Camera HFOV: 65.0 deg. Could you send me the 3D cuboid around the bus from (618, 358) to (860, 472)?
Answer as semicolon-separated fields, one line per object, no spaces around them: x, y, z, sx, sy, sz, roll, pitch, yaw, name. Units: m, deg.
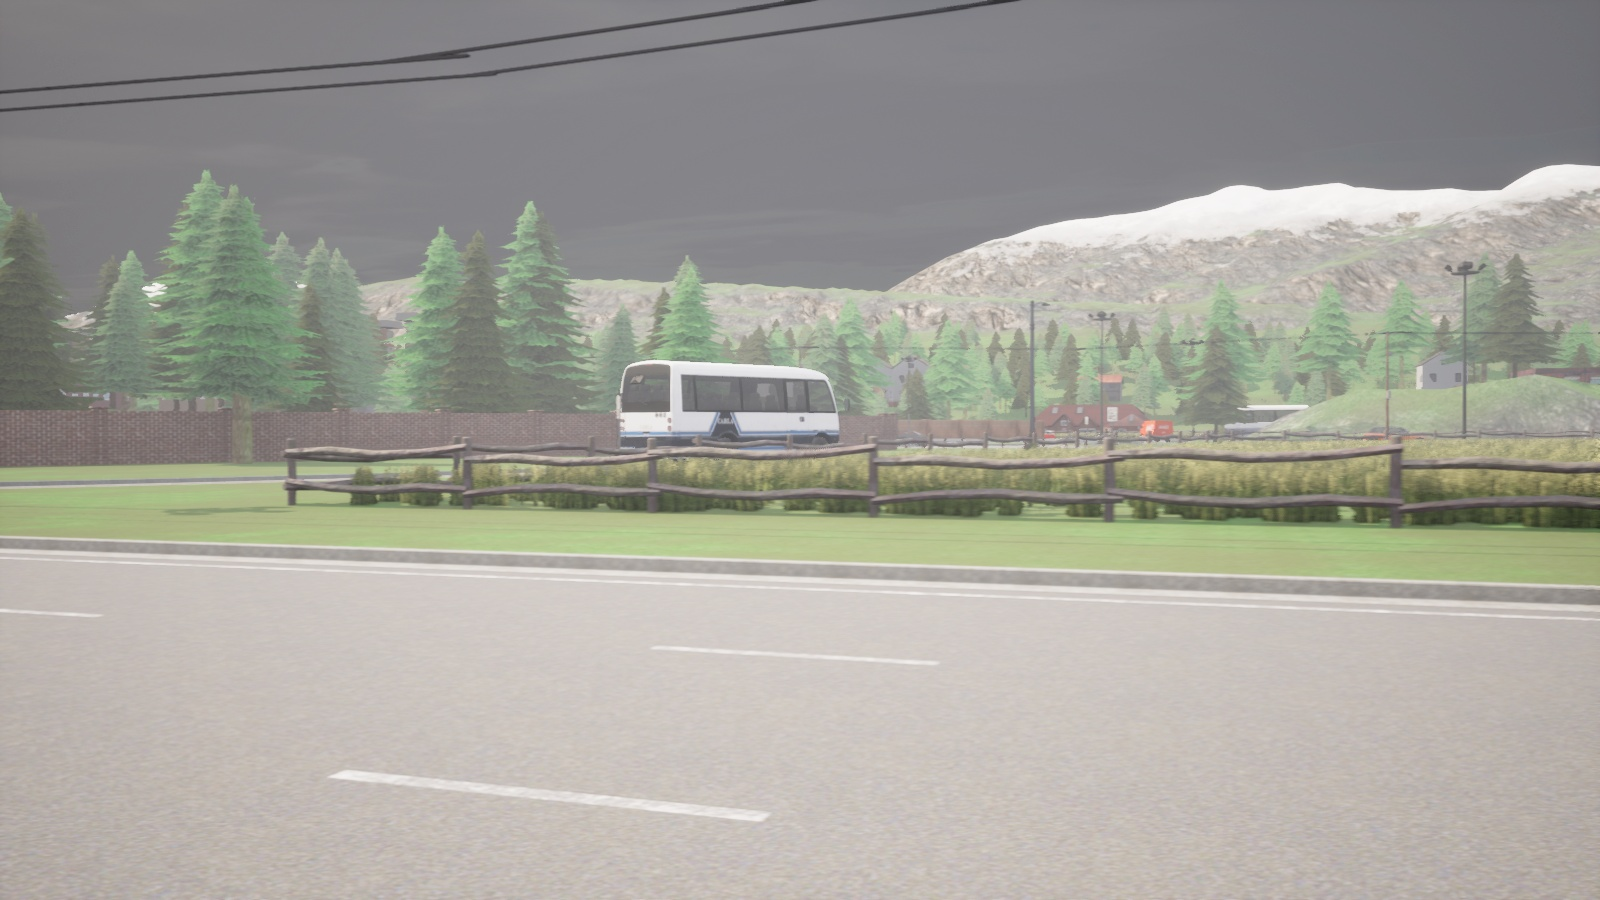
-2.267;-1.391;51.971;3.944;4.253;10.273;1;1;41;bus
